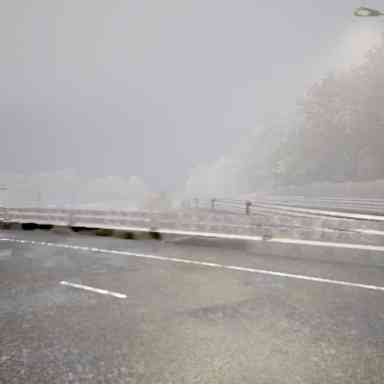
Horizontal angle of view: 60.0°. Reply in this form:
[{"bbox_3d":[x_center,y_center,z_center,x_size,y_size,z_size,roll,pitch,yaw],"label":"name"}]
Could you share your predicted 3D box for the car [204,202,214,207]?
[{"bbox_3d":[3.449,2.396,68.466,1.812,1.442,4.674,0,-3,-3],"label":"car"}]
